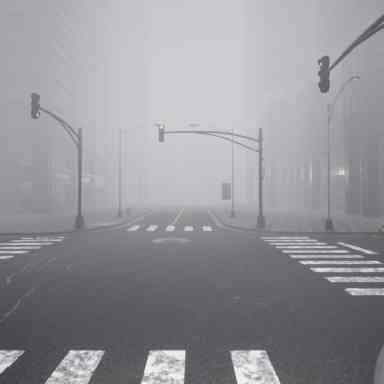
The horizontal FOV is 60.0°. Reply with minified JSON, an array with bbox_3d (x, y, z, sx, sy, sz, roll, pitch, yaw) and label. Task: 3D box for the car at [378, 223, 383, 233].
[{"bbox_3d":[11.756,1.564,16.241,4.829,1.417,1.752,0,-1,0],"label":"car"}]
